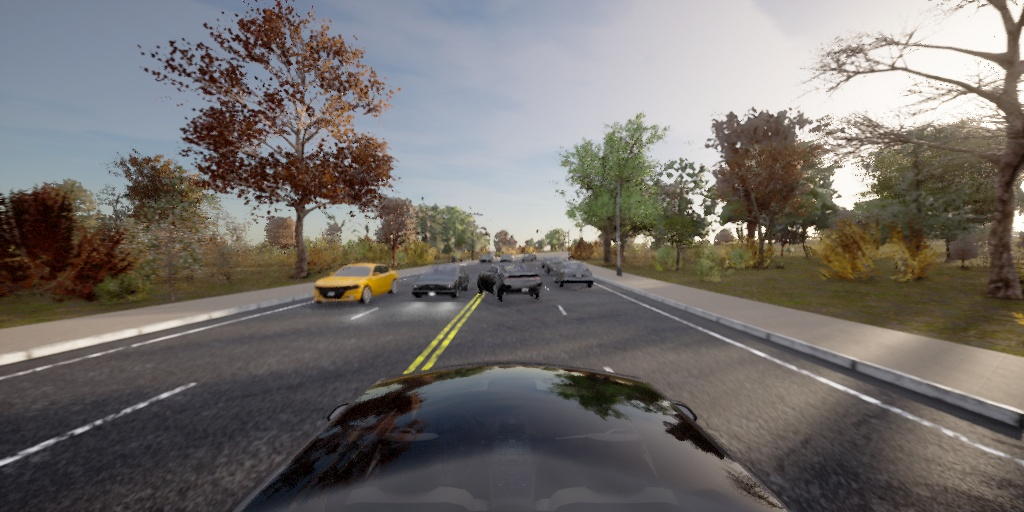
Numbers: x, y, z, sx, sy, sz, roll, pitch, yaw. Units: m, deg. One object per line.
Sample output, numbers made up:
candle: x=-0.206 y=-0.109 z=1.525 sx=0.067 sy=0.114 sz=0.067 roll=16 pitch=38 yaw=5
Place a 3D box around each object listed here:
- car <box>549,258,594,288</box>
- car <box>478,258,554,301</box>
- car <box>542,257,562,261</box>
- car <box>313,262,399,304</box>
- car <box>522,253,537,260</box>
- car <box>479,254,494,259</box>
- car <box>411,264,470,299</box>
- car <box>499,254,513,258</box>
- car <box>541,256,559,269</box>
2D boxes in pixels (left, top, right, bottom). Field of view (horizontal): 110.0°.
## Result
car: x=3.560 y=1.050 z=21.307 sx=2.033 sy=1.411 sz=5.357 roll=0 pitch=1 yaw=2
car: x=-0.226 y=1.062 z=16.020 sx=2.128 sy=1.511 sz=4.902 roll=-1 pitch=1 yaw=-18
car: x=3.972 y=0.848 z=32.222 sx=2.128 sy=1.511 sz=4.902 roll=0 pitch=1 yaw=3
car: x=-6.418 y=1.054 z=15.314 sx=1.882 sy=1.535 sz=5.008 roll=0 pitch=1 yaw=1
car: x=2.719 y=0.427 z=61.993 sx=2.128 sy=1.511 sz=4.902 roll=0 pitch=1 yaw=6
car: x=-4.127 y=0.486 z=58.820 sx=1.837 sy=1.490 sz=4.892 roll=0 pitch=1 yaw=5
car: x=-3.143 y=1.104 z=16.968 sx=2.033 sy=1.411 sz=5.357 roll=0 pitch=1 yaw=1
car: x=-0.889 y=0.491 z=58.510 sx=1.837 sy=1.490 sz=4.892 roll=0 pitch=1 yaw=5
car: x=4.553 y=0.768 z=43.131 sx=1.994 sy=1.385 sz=4.181 roll=0 pitch=1 yaw=3
